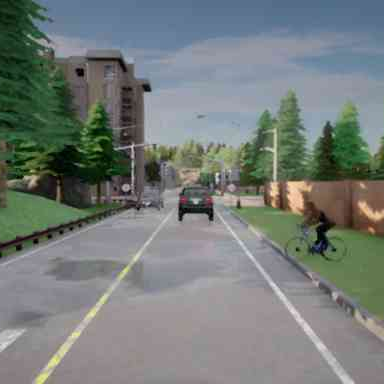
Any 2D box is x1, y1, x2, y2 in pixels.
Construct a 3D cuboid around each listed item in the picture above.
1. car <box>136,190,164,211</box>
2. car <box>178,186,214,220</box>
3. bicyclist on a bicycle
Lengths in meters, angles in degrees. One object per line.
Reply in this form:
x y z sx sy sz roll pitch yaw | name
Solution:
-3.310 0.603 26.955 1.837 1.490 4.892 0 1 0 | car
0.248 0.652 21.712 2.150 2.045 5.566 0 1 1 | car
3.309 1.075 8.872 1.656 1.620 0.582 0 1 0 | bicyclist on a bicycle
